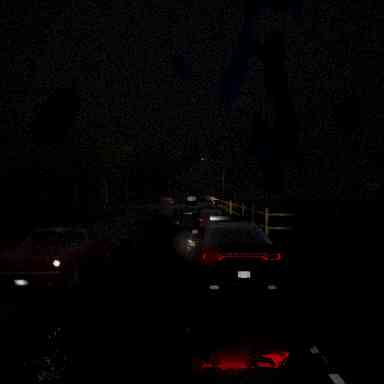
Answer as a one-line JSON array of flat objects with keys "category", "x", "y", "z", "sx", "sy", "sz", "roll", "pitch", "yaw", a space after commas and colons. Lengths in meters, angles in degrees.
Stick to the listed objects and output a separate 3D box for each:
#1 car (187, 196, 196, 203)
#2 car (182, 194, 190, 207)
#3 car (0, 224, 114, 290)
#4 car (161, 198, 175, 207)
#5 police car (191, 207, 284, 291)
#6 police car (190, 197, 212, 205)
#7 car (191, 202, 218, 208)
[{"category": "car", "x": -0.166, "y": 1.595, "z": 69.576, "sx": 1.895, "sy": 1.301, "sz": 4.718, "roll": 0, "pitch": 0, "yaw": 0}, {"category": "car", "x": -0.060, "y": 1.503, "z": 50.942, "sx": 2.128, "sy": 1.511, "sz": 4.902, "roll": 0, "pitch": 0, "yaw": 0}, {"category": "car", "x": -3.624, "y": 1.607, "z": 9.247, "sx": 1.895, "sy": 1.301, "sz": 4.718, "roll": 0, "pitch": 0, "yaw": 0}, {"category": "car", "x": -3.717, "y": 1.575, "z": 51.616, "sx": 1.994, "sy": 1.385, "sz": 4.181, "roll": 0, "pitch": 0, "yaw": 0}, {"category": "police car", "x": 1.027, "y": 1.432, "z": 9.182, "sx": 1.930, "sy": 1.638, "sz": 5.238, "roll": 0, "pitch": 0, "yaw": 0}, {"category": "police car", "x": 0.989, "y": 1.437, "z": 25.194, "sx": 1.930, "sy": 1.638, "sz": 5.238, "roll": 0, "pitch": 0, "yaw": 0}, {"category": "car", "x": 1.004, "y": 1.537, "z": 19.079, "sx": 1.812, "sy": 1.442, "sz": 4.674, "roll": 0, "pitch": 0, "yaw": 0}]
